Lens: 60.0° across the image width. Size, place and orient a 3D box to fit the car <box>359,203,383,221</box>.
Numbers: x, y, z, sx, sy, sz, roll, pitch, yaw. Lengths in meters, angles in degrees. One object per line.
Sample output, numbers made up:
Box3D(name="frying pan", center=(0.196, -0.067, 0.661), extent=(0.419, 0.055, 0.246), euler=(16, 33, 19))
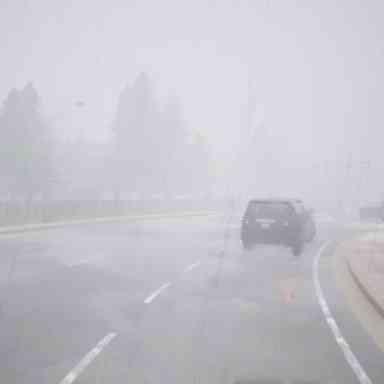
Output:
Box3D(name="car", center=(16.310, 1.667, 29.189), extent=(1.882, 1.535, 5.008), euler=(1, 0, 44))

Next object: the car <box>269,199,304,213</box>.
Box3D(name="car", center=(11.202, 1.650, 39.245), extent=(1.837, 1.490, 4.892), euler=(1, 0, 45))

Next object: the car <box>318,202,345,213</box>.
Box3D(name="car", center=(16.346, 1.840, 39.488), extent=(1.895, 1.301, 4.718), euler=(1, 0, 44))

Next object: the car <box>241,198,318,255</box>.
Box3D(name="car", center=(3.748, 1.270, 13.989), extent=(2.150, 2.045, 5.566), euler=(0, 0, 26))
